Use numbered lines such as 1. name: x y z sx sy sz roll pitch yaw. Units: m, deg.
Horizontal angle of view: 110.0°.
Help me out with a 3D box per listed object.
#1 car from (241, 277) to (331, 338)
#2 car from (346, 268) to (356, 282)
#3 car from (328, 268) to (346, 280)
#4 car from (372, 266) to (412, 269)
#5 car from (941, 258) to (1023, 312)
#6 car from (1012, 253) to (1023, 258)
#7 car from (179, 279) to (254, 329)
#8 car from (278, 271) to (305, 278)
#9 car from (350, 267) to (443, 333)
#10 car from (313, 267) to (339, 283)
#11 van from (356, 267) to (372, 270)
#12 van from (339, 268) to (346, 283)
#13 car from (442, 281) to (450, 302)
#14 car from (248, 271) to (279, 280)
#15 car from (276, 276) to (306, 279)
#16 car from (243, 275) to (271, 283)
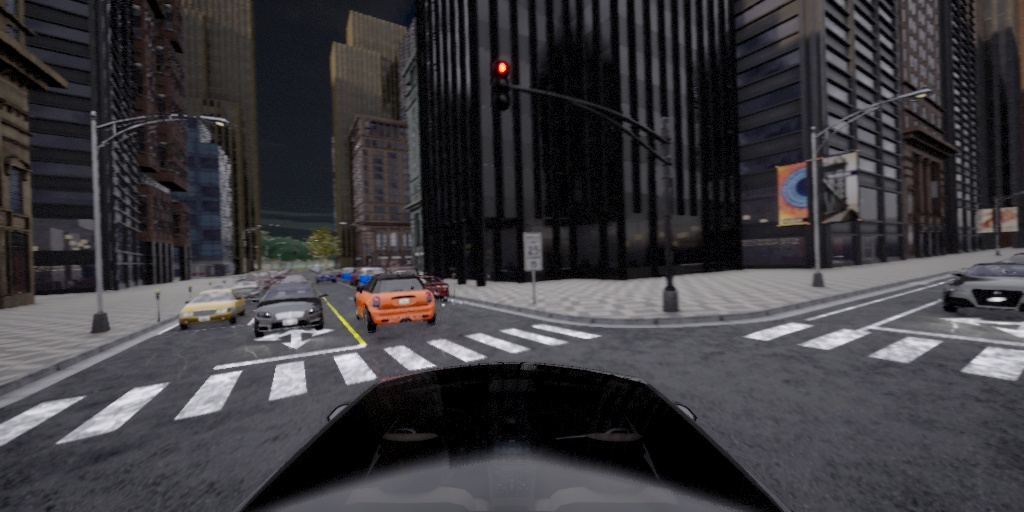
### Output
1. car: -7.661 1.716 12.499 2.128 1.511 4.902 -2 -1 -30
2. car: -15.188 2.065 36.594 2.192 1.841 5.009 0 0 -31
3. car: -27.861 2.788 56.908 2.097 1.767 4.553 -2 -1 -31
4. car: -7.360 1.633 23.499 2.192 1.841 5.009 0 0 -31
5. car: 14.288 0.890 10.351 4.181 1.385 1.994 -2 0 -31
6. car: 22.968 0.572 15.581 4.892 1.490 1.837 -2 0 -31
7. car: -11.977 1.946 14.609 1.751 1.417 4.829 0 0 -31
8. car: -17.888 2.268 29.624 1.882 1.535 5.008 -2 -1 -31
9. car: -4.283 1.448 12.735 2.097 1.767 4.553 -2 -1 -29
10. car: -23.194 2.491 44.672 2.097 1.767 4.553 -2 -1 -31
11. van: -12.579 1.947 32.229 1.690 1.789 3.998 0 0 -31
12. van: -20.408 2.378 45.324 1.690 1.789 3.998 0 0 -31
13. car: -4.751 1.719 19.134 1.888 1.381 4.507 0 0 -31
14. car: -22.109 2.290 31.513 2.192 1.841 5.009 0 0 -31
15. car: -12.689 2.105 20.948 1.895 1.301 4.718 -2 -1 -31
16. car: -17.086 2.249 23.134 2.007 1.370 4.403 0 0 -31
